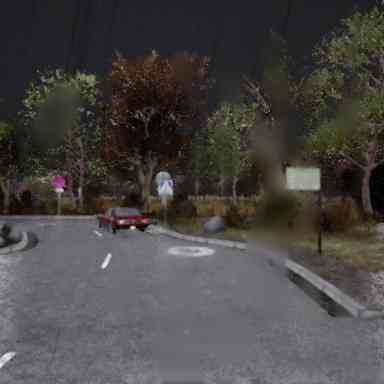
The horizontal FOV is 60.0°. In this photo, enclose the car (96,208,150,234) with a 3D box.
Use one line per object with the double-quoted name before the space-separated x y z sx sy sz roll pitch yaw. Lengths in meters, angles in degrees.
"car" -4.155 1.565 19.243 1.895 1.301 4.718 0 0 -29
